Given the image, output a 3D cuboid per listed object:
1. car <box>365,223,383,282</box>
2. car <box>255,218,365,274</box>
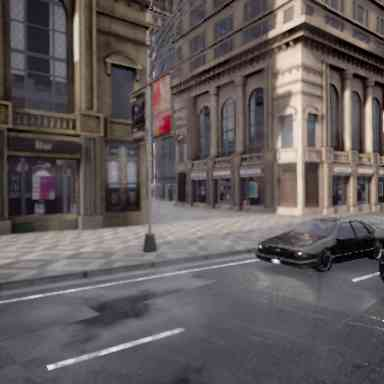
[{"bbox_3d":[6.679,1.501,8.448,5.008,1.535,1.882,0,0,-35],"label":"car"},{"bbox_3d":[4.527,1.569,10.903,5.357,1.411,2.033,0,0,-35],"label":"car"}]
